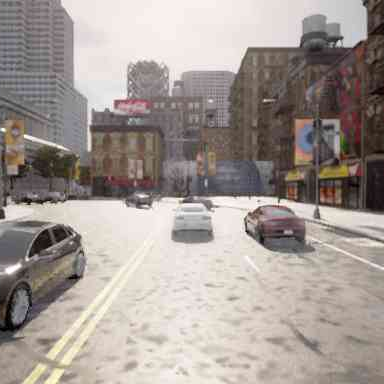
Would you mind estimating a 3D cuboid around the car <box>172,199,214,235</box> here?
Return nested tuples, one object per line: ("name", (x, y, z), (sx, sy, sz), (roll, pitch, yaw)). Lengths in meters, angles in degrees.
("car", (-0.023, 1.280, 16.767), (1.812, 1.442, 4.674), (0, 1, -2))

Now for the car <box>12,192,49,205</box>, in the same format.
("car", (-21.741, 0.958, 44.068), (5.357, 1.411, 2.033), (1, 1, 34))

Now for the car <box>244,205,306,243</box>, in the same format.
("car", (3.539, 1.310, 14.724), (1.812, 1.442, 4.674), (0, 1, -2))

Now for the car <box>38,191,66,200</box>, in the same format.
("car", (-25.750, 0.629, 61.245), (4.674, 1.452, 2.002), (0, 1, 20))

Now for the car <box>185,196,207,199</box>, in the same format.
("car", (0.310, 1.062, 33.291), (2.033, 1.411, 5.357), (0, 1, -22))

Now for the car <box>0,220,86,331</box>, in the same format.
("car", (-3.622, 1.405, 6.717), (1.837, 1.490, 4.892), (0, 1, 0))

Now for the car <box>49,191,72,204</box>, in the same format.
("car", (-19.798, 0.844, 46.977), (4.902, 1.511, 2.128), (1, 1, 34))

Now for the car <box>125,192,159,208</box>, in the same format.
("car", (-6.092, 0.940, 37.827), (2.128, 1.511, 4.902), (0, 1, -31))

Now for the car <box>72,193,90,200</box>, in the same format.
("car", (-20.447, 0.736, 59.075), (4.718, 1.301, 1.895), (0, 1, 30))
